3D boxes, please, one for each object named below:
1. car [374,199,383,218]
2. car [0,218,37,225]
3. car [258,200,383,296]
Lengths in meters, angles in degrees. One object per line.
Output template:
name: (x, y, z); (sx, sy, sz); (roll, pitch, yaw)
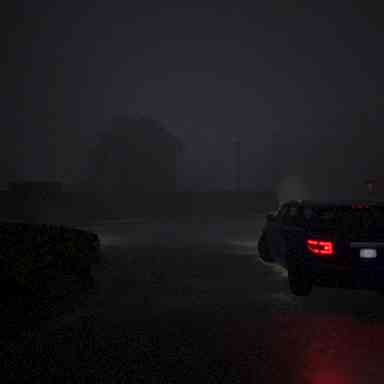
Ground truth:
car: (17.463, 1.425, 29.448); (1.882, 1.535, 5.008); (2, 1, 23)
car: (-9.108, 1.468, 13.718); (5.008, 1.535, 1.882); (0, 0, -25)
car: (3.318, 1.207, 8.756); (2.150, 2.045, 5.566); (0, 0, 2)
